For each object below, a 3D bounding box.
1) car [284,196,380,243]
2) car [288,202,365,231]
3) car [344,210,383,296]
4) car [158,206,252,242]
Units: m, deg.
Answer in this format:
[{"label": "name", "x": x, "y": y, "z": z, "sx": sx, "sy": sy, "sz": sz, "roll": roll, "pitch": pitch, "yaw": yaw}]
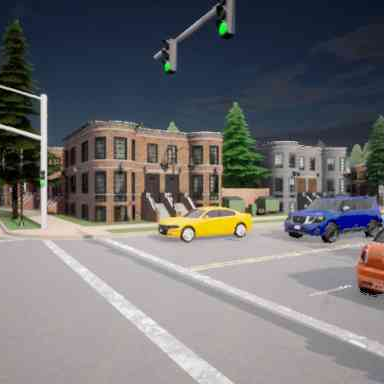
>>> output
[{"label": "car", "x": 7.042, "y": 1.223, "z": 16.334, "sx": 5.566, "sy": 2.045, "sz": 2.150, "roll": 0, "pitch": 0, "yaw": -32}, {"label": "car", "x": 8.727, "y": 1.493, "z": 21.505, "sx": 4.902, "sy": 1.511, "sz": 2.128, "roll": 0, "pitch": 0, "yaw": -32}, {"label": "car", "x": 5.761, "y": 1.351, "z": 7.281, "sx": 4.553, "sy": 1.767, "sz": 2.097, "roll": 0, "pitch": 0, "yaw": -30}, {"label": "car", "x": 0.714, "y": 1.481, "z": 16.491, "sx": 5.008, "sy": 1.535, "sz": 1.882, "roll": 0, "pitch": 0, "yaw": -32}]
